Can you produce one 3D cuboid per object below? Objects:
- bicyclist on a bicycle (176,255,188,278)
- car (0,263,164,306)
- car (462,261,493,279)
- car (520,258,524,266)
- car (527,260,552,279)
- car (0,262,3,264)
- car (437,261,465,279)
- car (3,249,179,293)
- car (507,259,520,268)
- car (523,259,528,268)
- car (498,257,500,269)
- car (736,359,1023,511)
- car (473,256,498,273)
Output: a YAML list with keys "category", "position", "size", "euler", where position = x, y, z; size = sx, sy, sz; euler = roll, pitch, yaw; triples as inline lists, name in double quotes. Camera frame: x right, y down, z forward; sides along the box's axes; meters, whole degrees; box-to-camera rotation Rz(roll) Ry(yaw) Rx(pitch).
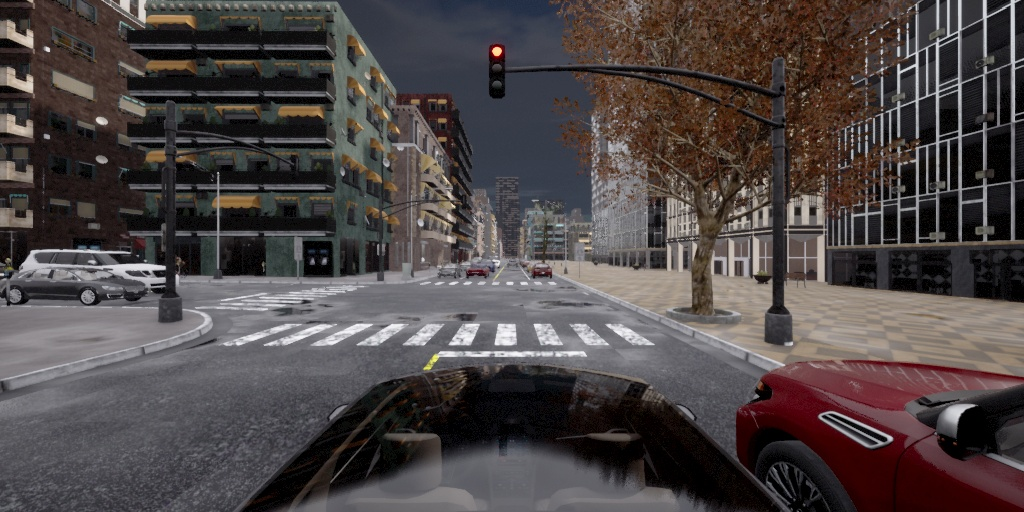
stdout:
- category: "bicyclist on a bicycle"
  position: [-23.173, 0.761, 24.817]
  size: [0.582, 1.620, 1.656]
  euler: [1, 0, -1]
- category: "car"
  position: [-16.437, 1.092, 13.558]
  size: [4.403, 1.370, 2.007]
  euler: [0, 0, -1]
- category: "car"
  position: [-3.108, 1.363, 33.010]
  size: [1.895, 1.301, 4.718]
  euler: [0, 0, 0]
- category: "car"
  position: [2.679, 1.375, 60.640]
  size: [1.802, 1.307, 4.207]
  euler: [0, 0, 0]
- category: "car"
  position: [2.685, 1.307, 32.977]
  size: [1.888, 1.381, 4.507]
  euler: [0, 0, 0]
- category: "car"
  position: [-33.192, 0.869, 21.766]
  size: [4.403, 1.370, 2.007]
  euler: [0, 0, -1]
- category: "car"
  position: [-5.696, 1.312, 32.976]
  size: [2.007, 1.370, 4.403]
  euler: [0, 0, 0]
- category: "car"
  position: [-18.430, 0.738, 16.126]
  size: [5.566, 2.045, 2.150]
  euler: [1, 0, -1]
- category: "car"
  position: [0.087, 1.289, 64.453]
  size: [2.128, 1.511, 4.902]
  euler: [0, 0, 0]
- category: "car"
  position: [2.682, 1.298, 44.213]
  size: [1.751, 1.417, 4.829]
  euler: [0, 0, 0]
- category: "car"
  position: [-3.097, 1.003, 58.069]
  size: [2.150, 2.045, 5.566]
  euler: [0, 1, 0]
- category: "car"
  position: [2.692, 1.065, 0.590]
  size: [2.192, 1.841, 5.009]
  euler: [0, 0, 0]
- category: "car"
  position: [-3.107, 1.124, 43.079]
  size: [2.097, 1.767, 4.553]
  euler: [0, 0, 0]
